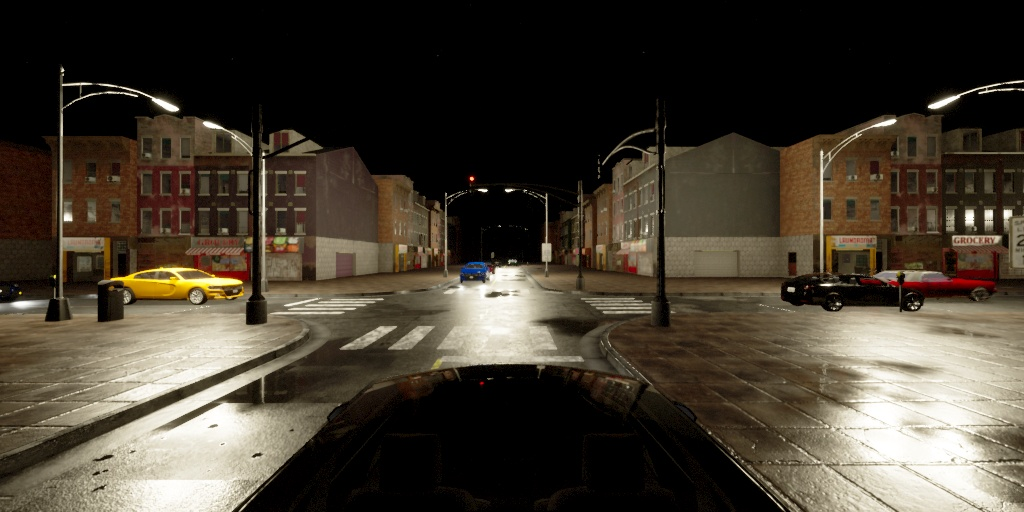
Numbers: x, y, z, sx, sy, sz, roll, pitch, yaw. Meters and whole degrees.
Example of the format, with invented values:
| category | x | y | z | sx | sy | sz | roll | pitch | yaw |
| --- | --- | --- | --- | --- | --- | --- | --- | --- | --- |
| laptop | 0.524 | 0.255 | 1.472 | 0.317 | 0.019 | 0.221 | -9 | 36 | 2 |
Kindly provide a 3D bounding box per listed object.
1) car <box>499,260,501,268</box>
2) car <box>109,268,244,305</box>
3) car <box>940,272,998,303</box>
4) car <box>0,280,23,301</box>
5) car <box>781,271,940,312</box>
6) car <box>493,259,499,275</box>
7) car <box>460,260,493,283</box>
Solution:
| category | x | y | z | sx | sy | sz | roll | pitch | yaw |
| --- | --- | --- | --- | --- | --- | --- | --- | --- | --- |
| car | -2.752 | 1.299 | 60.229 | 1.837 | 1.490 | 4.892 | 0 | -1 | 1 |
| car | -14.588 | 1.271 | 15.747 | 5.008 | 1.535 | 1.882 | 0 | 0 | 2 |
| car | 17.856 | 1.295 | 15.700 | 4.718 | 1.301 | 1.895 | 0 | 0 | 0 |
| car | -24.592 | 1.391 | 15.776 | 4.181 | 1.385 | 1.994 | 0 | 0 | 0 |
| car | 12.358 | 1.267 | 13.195 | 4.313 | 1.339 | 1.948 | 0 | 0 | 0 |
| car | -2.835 | 1.332 | 39.382 | 1.994 | 1.385 | 4.181 | 0 | 0 | 0 |
| car | -2.825 | 1.239 | 27.937 | 1.882 | 1.535 | 5.008 | 0 | 0 | 1 |
